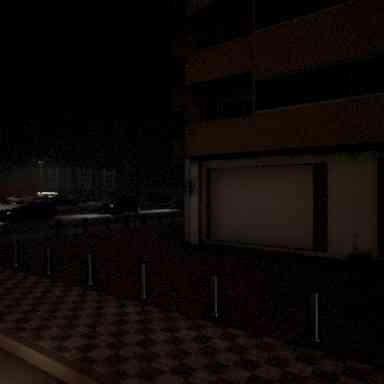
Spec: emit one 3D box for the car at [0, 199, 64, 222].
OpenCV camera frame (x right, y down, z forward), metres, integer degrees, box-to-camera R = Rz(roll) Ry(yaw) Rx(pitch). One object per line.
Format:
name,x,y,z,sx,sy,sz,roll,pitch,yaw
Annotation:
car,-13.437,1.581,27.600,1.812,1.442,4.674,0,0,35

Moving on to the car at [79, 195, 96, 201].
car,-26.319,1.451,83.883,1.970,1.475,3.806,0,0,35

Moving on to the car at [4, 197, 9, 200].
car,-36.389,1.419,69.611,1.784,1.438,3.905,0,0,35

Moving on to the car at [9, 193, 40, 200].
car,-34.062,1.209,67.886,1.932,1.855,4.605,0,0,35

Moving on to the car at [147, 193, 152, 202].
car,-7.919,1.212,70.901,1.905,1.878,3.866,0,0,35

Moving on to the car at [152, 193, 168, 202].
car,-5.587,1.209,69.185,1.932,1.855,4.605,0,0,35

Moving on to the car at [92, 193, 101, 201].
car,-23.961,1.211,82.202,1.905,1.878,3.866,0,0,35

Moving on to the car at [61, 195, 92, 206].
car,-20.214,1.451,58.202,1.970,1.475,3.806,0,0,35

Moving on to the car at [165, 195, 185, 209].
car,-1.001,1.545,45.314,2.128,1.511,4.902,0,0,35

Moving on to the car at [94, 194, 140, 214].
car,-7.760,1.407,35.717,2.097,1.767,4.553,0,0,35
